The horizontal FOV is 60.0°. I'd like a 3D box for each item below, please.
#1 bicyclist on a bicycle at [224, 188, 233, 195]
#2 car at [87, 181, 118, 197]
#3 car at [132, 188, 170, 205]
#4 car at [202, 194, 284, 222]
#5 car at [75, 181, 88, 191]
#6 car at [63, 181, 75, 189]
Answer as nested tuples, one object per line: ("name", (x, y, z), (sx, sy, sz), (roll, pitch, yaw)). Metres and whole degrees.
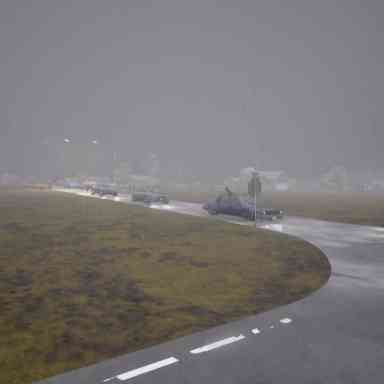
("bicyclist on a bicycle", (3.200, 0.460, 29.622), (1.656, 1.620, 0.582), (0, 2, -35))
("car", (-10.060, -0.274, 38.219), (1.837, 1.490, 4.892), (1, 2, -35))
("car", (-3.634, 0.331, 28.967), (1.994, 1.385, 4.181), (1, 2, -35))
("car", (2.811, 0.867, 19.828), (2.033, 1.411, 5.357), (1, 2, -37))
("car", (-16.000, -0.932, 51.892), (2.128, 1.511, 4.902), (1, 2, -35))
("car", (-21.946, -1.344, 60.433), (2.033, 1.411, 5.357), (1, 2, -35))
